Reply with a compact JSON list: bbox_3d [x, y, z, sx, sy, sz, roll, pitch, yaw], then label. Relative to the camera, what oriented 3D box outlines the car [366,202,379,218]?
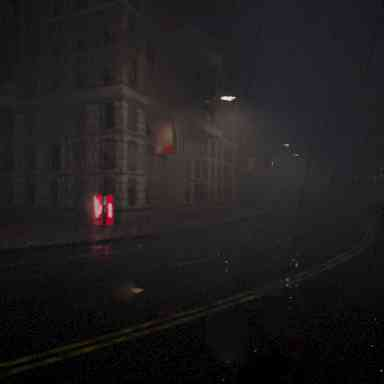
[{"bbox_3d":[18.257,1.728,32.503,1.882,1.535,5.008,0,0,24],"label":"car"}]

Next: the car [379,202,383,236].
[{"bbox_3d":[11.630,1.354,18.132,2.150,2.045,5.566,0,-2,28],"label":"car"}]
